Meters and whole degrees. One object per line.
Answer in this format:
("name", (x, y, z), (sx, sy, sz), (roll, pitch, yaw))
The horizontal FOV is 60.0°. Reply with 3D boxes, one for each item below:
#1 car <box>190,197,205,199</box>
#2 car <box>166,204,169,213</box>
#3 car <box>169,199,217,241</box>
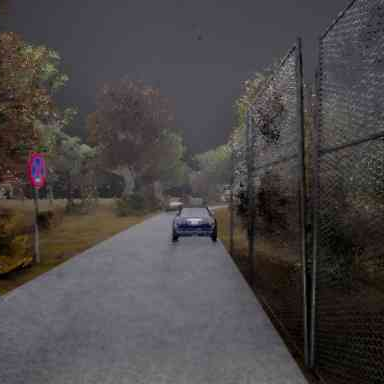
("car", (0.708, 1.601, 39.626), (2.150, 2.045, 5.566), (0, -1, 3))
("car", (-2.055, 1.900, 42.408), (1.882, 1.535, 5.008), (0, -1, 4))
("car", (0.120, 1.429, 17.223), (2.097, 1.767, 4.553), (0, -1, 0))
